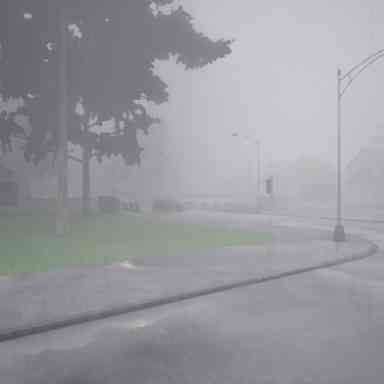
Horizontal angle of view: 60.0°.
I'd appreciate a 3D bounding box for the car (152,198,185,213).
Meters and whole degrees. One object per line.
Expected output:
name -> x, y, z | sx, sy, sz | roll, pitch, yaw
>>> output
car -> -2.634, 1.477, 36.263 | 1.837, 1.490, 4.892 | 0, 0, -36
